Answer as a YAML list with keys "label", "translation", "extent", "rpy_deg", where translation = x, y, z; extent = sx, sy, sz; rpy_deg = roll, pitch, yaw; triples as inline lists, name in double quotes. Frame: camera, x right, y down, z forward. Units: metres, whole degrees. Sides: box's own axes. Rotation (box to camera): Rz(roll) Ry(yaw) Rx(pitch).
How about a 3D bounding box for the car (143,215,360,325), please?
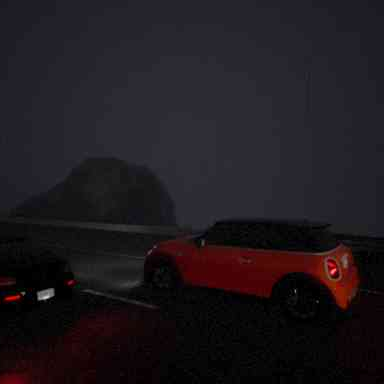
- label: "car"
  translation: [1.085, 1.342, 7.329]
  extent: [4.553, 1.767, 2.097]
  rpy_deg: [0, 0, 34]

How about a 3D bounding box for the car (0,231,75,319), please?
- label: "car"
  translation: [-4.332, 1.521, 6.752]
  extent: [4.674, 1.442, 1.812]
  rpy_deg: [0, 0, 33]
